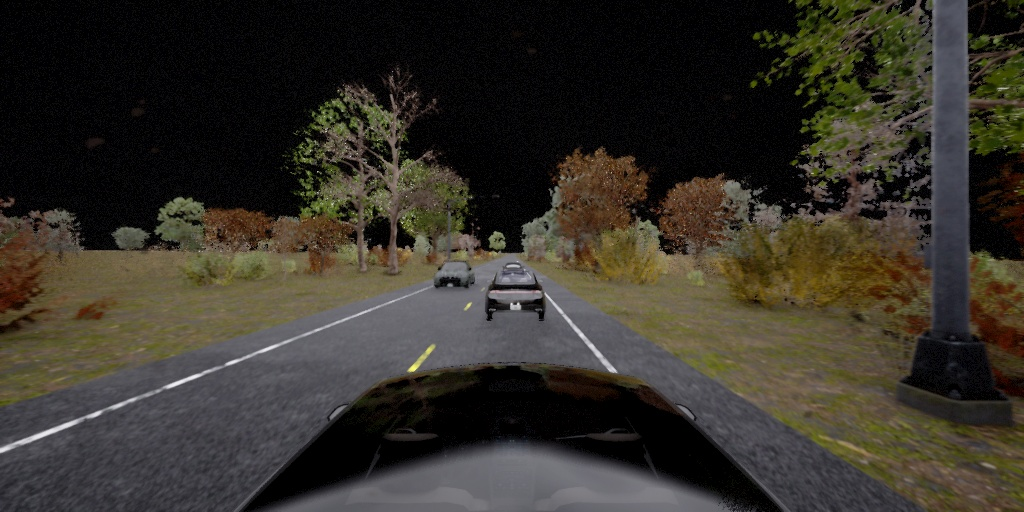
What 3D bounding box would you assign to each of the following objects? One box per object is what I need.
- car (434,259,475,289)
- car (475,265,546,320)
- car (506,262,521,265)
[{"bbox_3d":[-3.574,1.100,22.957,2.097,1.767,4.553,0,0,0],"label":"car"},{"bbox_3d":[0.105,1.242,12.568,2.128,1.511,4.902,0,0,0],"label":"car"},{"bbox_3d":[0.113,1.270,30.568,1.812,1.442,4.674,0,0,0],"label":"car"}]
